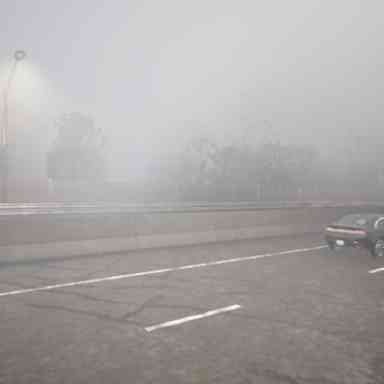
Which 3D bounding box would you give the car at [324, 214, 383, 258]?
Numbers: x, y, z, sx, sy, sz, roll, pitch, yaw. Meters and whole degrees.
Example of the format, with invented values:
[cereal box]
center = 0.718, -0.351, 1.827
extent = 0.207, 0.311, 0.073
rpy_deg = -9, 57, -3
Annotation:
[car]
center = 7.323, 1.632, 13.381
extent = 4.902, 1.511, 2.128
rpy_deg = 1, 0, -35
